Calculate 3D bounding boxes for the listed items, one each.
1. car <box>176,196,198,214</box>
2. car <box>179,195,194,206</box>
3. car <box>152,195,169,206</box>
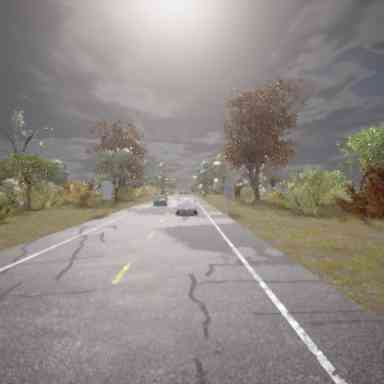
[{"bbox_3d":[-0.498,1.215,31.271,1.812,1.442,4.674,0,1,-1],"label":"car"},{"bbox_3d":[-0.694,1.173,45.212,1.895,1.301,4.718,0,0,-1],"label":"car"},{"bbox_3d":[-4.256,1.153,45.823,1.837,1.490,4.892,-1,0,-1],"label":"car"}]
